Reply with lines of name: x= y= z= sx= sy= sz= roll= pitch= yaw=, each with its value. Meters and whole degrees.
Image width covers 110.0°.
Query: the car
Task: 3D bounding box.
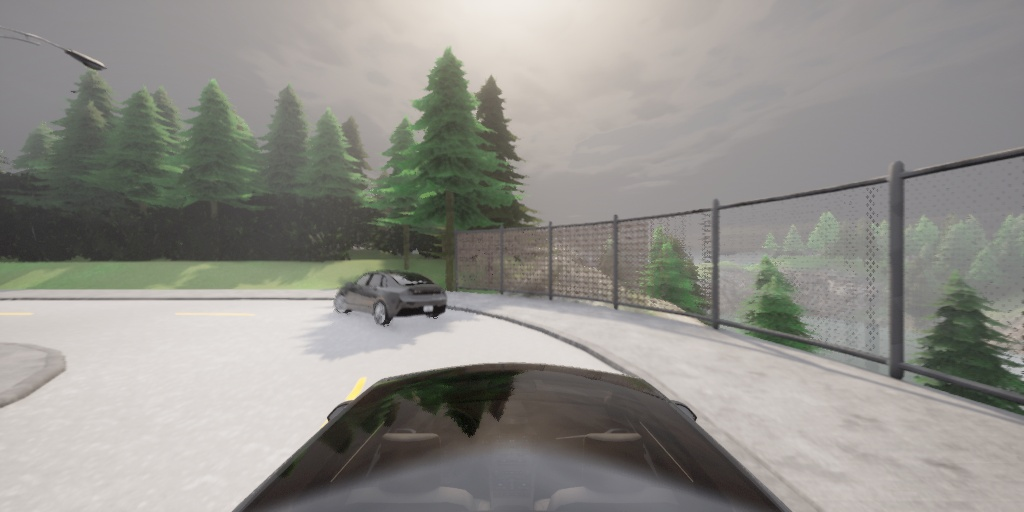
car: x=-4.078 y=1.233 z=11.735 sx=4.892 sy=1.490 sz=1.837 roll=0 pitch=-2 yaw=44
